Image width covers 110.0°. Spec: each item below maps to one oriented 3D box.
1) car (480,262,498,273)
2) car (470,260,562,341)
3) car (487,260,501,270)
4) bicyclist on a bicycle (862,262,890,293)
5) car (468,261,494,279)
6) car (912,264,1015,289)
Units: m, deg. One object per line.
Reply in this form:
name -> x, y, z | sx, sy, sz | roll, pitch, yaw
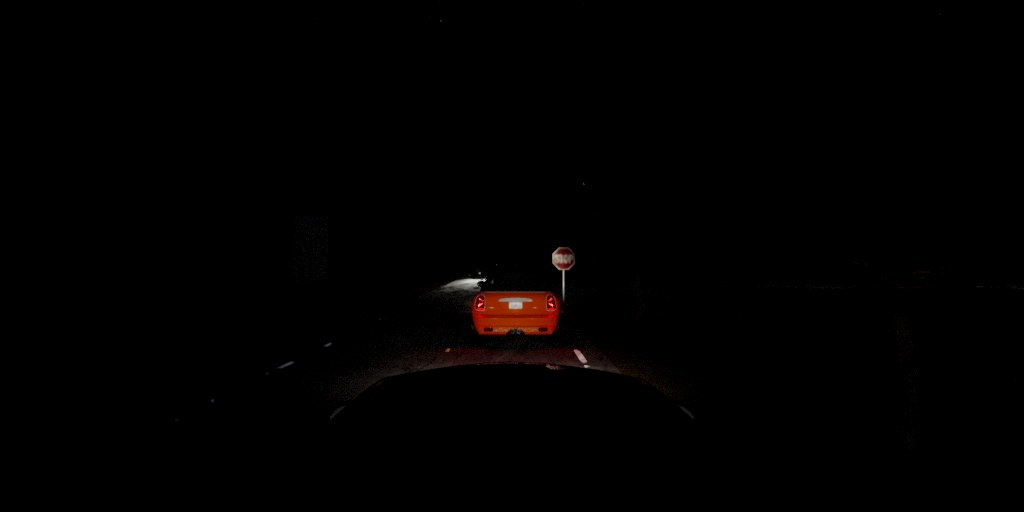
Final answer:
car -> -2.912, 1.431, 45.811 | 1.994, 1.385, 4.181 | 0, 0, 1
car -> 0.081, 1.108, 10.005 | 2.097, 1.767, 4.553 | 0, 0, 0
car -> -2.901, 1.450, 58.557 | 2.128, 1.511, 4.902 | 0, 0, 1
bicyclist on a bicycle -> 19.882, 1.161, 19.560 | 0.582, 1.620, 1.656 | 0, 0, 0
car -> -2.904, 1.298, 34.645 | 2.128, 1.511, 4.902 | 0, 0, 0
car -> 28.418, 1.246, 22.639 | 5.008, 1.535, 1.882 | 0, -2, 0
